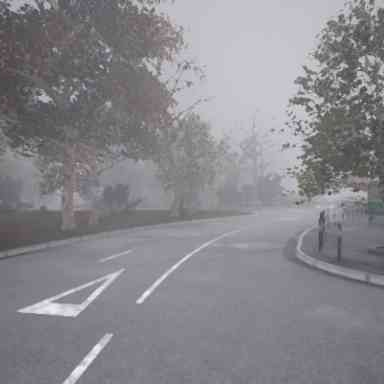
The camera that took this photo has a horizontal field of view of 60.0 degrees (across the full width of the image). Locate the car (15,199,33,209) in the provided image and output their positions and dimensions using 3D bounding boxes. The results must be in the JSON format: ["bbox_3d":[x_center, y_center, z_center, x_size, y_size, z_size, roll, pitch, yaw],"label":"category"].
[{"bbox_3d":[-24.592,1.715,48.659,2.033,1.411,5.357,0,0,-35],"label":"car"}]

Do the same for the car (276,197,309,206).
[{"bbox_3d":[16.926,1.587,56.191,4.892,1.521,2.231,0,-1,3],"label":"car"}]

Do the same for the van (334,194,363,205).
[{"bbox_3d":[29.488,1.465,62.798,4.442,1.987,1.878,0,-1,4],"label":"van"}]

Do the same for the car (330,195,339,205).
[{"bbox_3d":[25.227,1.600,54.871,2.033,1.411,5.357,0,-1,4],"label":"car"}]

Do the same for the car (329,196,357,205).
[{"bbox_3d":[29.759,1.644,65.821,4.553,1.767,2.185,0,-2,4],"label":"car"}]

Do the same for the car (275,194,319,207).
[{"bbox_3d":[16.795,1.289,53.529,5.566,2.045,2.435,0,-1,3],"label":"car"}]

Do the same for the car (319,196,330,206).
[{"bbox_3d":[22.061,1.462,57.345,2.097,1.767,4.553,0,-1,4],"label":"car"}]

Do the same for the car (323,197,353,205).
[{"bbox_3d":[30.154,1.854,68.715,5.366,1.575,1.946,0,-2,4],"label":"car"}]

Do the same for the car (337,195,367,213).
[{"bbox_3d":[17.477,1.394,35.110,2.128,1.511,4.902,0,0,41],"label":"car"}]
